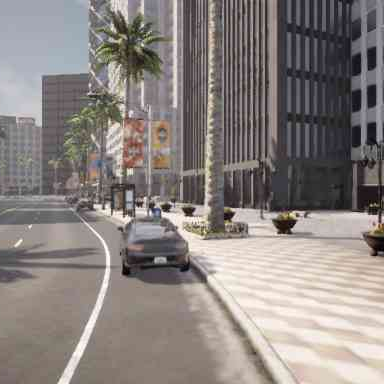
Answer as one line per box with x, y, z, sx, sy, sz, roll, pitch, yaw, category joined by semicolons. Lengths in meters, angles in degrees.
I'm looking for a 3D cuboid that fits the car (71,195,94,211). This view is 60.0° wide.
-13.162;1.462;40.701;2.231;1.521;4.892;0;0;-23;car

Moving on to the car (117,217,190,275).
-1.312;1.515;10.435;1.812;1.442;4.674;0;0;-13;car

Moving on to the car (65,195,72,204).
-24.413;1.326;67.836;2.185;1.767;4.553;0;0;-23;car

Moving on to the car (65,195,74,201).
-32.535;1.478;88.208;2.161;1.482;4.786;0;0;-23;car
